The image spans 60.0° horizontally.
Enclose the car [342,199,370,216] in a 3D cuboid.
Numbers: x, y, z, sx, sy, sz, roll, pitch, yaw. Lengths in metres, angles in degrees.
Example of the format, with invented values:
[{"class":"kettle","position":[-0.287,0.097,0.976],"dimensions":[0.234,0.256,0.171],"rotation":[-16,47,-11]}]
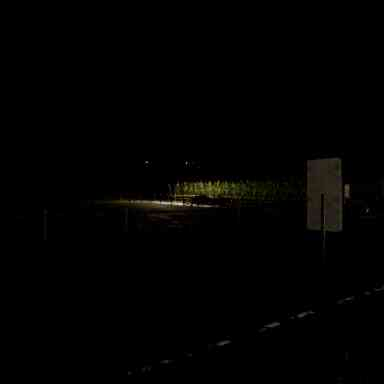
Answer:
[{"class":"car","position":[14.100,1.379,31.249],"dimensions":[2.128,1.511,4.902],"rotation":[0,0,-32]}]

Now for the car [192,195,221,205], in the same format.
[{"class":"car","position":[1.777,1.226,50.382],"dimensions":[1.837,1.490,4.892],"rotation":[0,0,-32]}]

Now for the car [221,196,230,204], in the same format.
[{"class":"car","position":[3.873,1.266,53.929],"dimensions":[2.033,1.411,5.357],"rotation":[0,0,-32]}]
